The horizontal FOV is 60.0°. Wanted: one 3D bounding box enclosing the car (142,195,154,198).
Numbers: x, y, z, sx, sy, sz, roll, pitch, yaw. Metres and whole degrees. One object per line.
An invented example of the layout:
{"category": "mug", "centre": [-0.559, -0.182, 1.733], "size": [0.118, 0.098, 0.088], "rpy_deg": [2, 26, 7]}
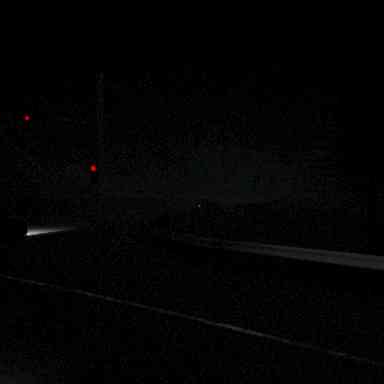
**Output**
{"category": "car", "centre": [-8.986, 1.454, 66.139], "size": [1.837, 1.490, 4.892], "rpy_deg": [0, 0, 19]}

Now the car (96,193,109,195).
{"category": "car", "centre": [-18.959, 1.192, 69.308], "size": [2.150, 2.045, 5.566], "rpy_deg": [0, 0, 21]}

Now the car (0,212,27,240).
{"category": "car", "centre": [-9.246, 1.568, 15.083], "size": [1.994, 1.385, 4.181], "rpy_deg": [-1, 0, -2]}

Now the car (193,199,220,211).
{"category": "car", "centre": [1.734, 1.522, 38.926], "size": [1.994, 1.385, 4.181], "rpy_deg": [0, 0, 27]}

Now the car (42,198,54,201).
{"category": "car", "centre": [-25.486, 1.594, 55.213], "size": [1.895, 1.301, 4.718], "rpy_deg": [0, 0, 28]}

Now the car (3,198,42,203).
{"category": "car", "centre": [-21.346, 1.504, 40.507], "size": [1.837, 1.490, 4.892], "rpy_deg": [0, 0, 28]}

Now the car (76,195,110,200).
{"category": "car", "centre": [-15.408, 1.540, 51.977], "size": [1.994, 1.385, 4.181], "rpy_deg": [0, 0, 27]}

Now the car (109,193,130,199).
{"category": "car", "centre": [-14.995, 1.437, 70.265], "size": [1.882, 1.535, 5.008], "rpy_deg": [0, 0, 17]}
